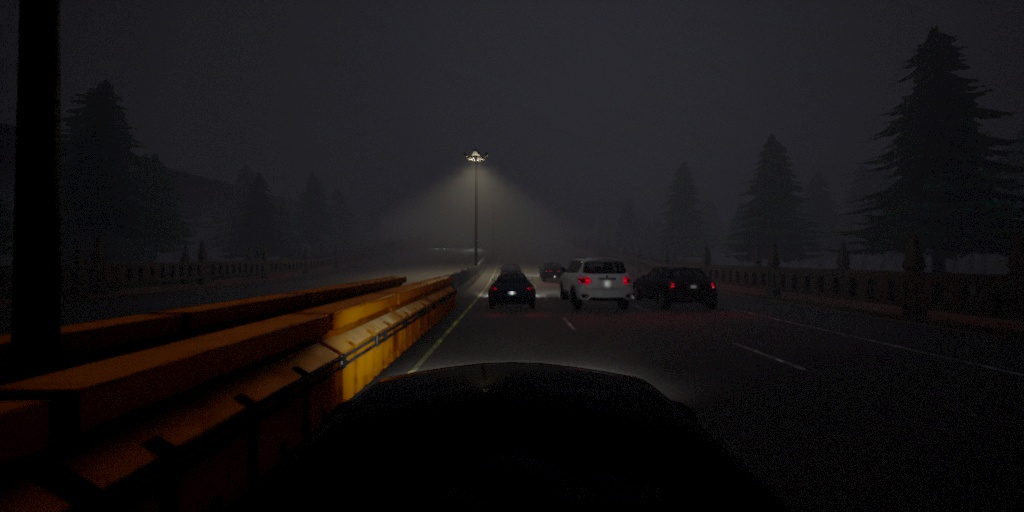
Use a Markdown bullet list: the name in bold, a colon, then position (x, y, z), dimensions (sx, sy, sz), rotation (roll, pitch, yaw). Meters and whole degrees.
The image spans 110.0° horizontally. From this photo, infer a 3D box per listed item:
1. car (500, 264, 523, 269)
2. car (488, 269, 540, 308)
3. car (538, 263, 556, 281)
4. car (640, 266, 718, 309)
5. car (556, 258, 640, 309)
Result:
- **car**: position (-0.080, 1.357, 30.831), dimensions (2.033, 1.411, 5.357), rotation (0, 2, 0)
- **car**: position (0.000, 1.446, 16.131), dimensions (1.994, 1.385, 4.181), rotation (0, 0, 0)
- **car**: position (3.421, 1.308, 31.144), dimensions (1.837, 1.490, 4.892), rotation (0, 2, 0)
- **car**: position (6.999, 1.230, 15.936), dimensions (2.097, 1.767, 4.553), rotation (0, -1, 0)
- **car**: position (3.499, 1.095, 15.850), dimensions (2.150, 2.045, 5.566), rotation (0, 0, 0)
